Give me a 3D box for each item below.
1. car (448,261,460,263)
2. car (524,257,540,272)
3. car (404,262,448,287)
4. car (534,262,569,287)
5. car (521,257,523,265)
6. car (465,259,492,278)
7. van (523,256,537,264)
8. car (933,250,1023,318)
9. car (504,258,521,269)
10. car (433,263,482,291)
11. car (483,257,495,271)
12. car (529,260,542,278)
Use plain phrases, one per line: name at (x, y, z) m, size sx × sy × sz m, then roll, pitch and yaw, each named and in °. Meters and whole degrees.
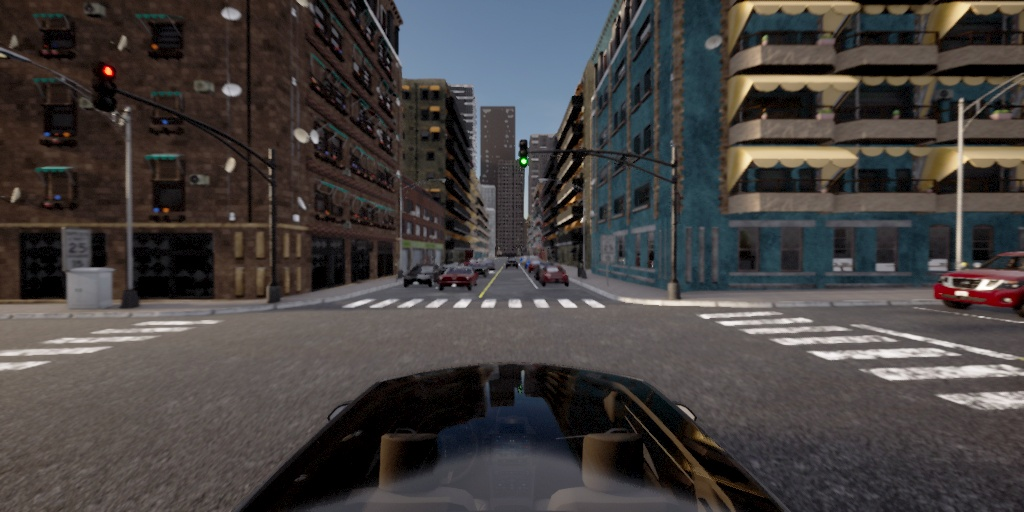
car at (-5.705, 1.188, 34.493) m, size 1.948 × 1.339 × 4.313 m, roll 0°, pitch 0°, yaw 0°
car at (2.674, 1.149, 40.007) m, size 1.888 × 1.381 × 4.507 m, roll 0°, pitch 0°, yaw 0°
car at (-5.701, 1.229, 23.446) m, size 1.948 × 1.339 × 4.313 m, roll 0°, pitch 0°, yaw 0°
car at (2.680, 1.246, 23.437) m, size 1.802 × 1.307 × 4.207 m, roll 0°, pitch 0°, yaw 0°
car at (2.670, 1.130, 51.054) m, size 1.948 × 1.339 × 4.313 m, roll 0°, pitch 0°, yaw 0°
car at (-3.101, 1.232, 32.269) m, size 1.895 × 1.301 × 4.718 m, roll 0°, pitch 0°, yaw 0°
van at (2.672, 0.925, 45.530) m, size 1.690 × 1.789 × 3.998 m, roll 0°, pitch 0°, yaw 0°
car at (15.769, 0.747, 10.601) m, size 5.009 × 1.841 × 2.192 m, roll 0°, pitch 0°, yaw 0°
car at (-0.021, 1.064, 52.472) m, size 1.837 × 1.490 × 4.892 m, roll 0°, pitch 0°, yaw 0°
car at (-3.104, 1.272, 21.440) m, size 1.895 × 1.301 × 4.718 m, roll 0°, pitch 0°, yaw 0°
car at (-3.073, 1.133, 45.088) m, size 2.033 × 1.411 × 5.357 m, roll 0°, pitch 0°, yaw 0°
car at (2.678, 1.209, 28.960) m, size 1.948 × 1.339 × 4.313 m, roll 0°, pitch 0°, yaw 0°
